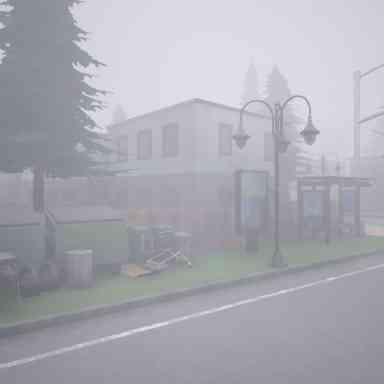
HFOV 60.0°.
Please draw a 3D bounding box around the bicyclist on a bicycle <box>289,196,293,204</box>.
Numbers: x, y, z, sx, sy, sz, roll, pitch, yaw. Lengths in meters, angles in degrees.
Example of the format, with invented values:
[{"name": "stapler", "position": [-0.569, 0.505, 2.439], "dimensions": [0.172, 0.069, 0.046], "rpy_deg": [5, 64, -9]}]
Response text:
[{"name": "bicyclist on a bicycle", "position": [10.687, 1.284, 36.345], "dimensions": [0.582, 1.620, 1.656], "rpy_deg": [0, 0, 44]}]
